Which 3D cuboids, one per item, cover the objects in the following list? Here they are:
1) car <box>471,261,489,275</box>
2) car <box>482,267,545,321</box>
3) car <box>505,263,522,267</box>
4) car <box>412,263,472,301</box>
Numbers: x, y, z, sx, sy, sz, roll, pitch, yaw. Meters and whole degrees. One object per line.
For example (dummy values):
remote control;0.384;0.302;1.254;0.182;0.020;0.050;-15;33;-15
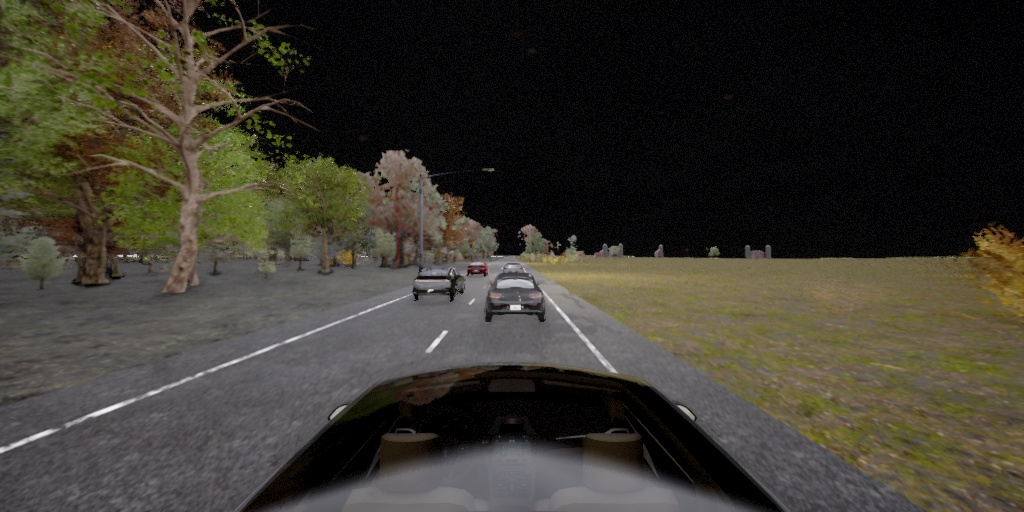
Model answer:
car;-3.406;1.240;36.433;1.882;1.535;5.008;0;0;0
car;0.098;1.279;12.348;1.812;1.442;4.674;0;0;0
car;0.094;1.307;30.338;2.033;1.411;5.357;0;0;0
car;-3.402;1.246;17.367;2.128;1.511;4.902;0;0;0
